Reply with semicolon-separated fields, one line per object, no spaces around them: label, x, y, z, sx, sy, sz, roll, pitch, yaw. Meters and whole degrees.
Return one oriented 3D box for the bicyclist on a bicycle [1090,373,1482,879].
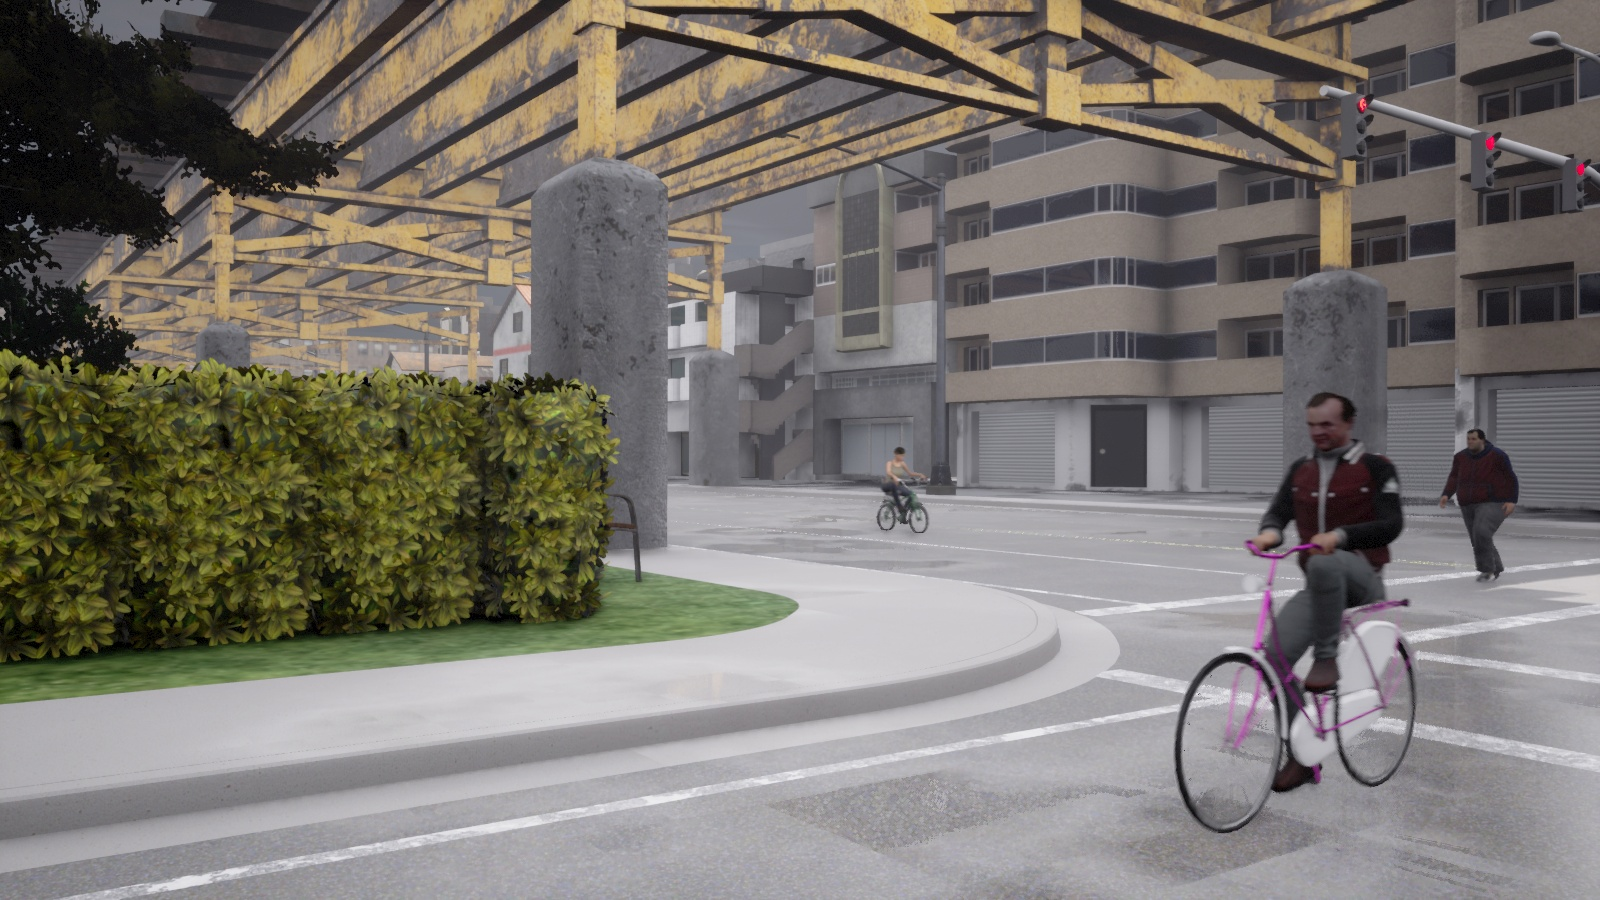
bicyclist on a bicycle;2.072;0.624;5.235;1.843;1.776;0.659;0;-1;-38

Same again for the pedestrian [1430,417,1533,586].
pedestrian;7.686;0.559;14.169;0.899;1.844;0.634;0;0;-30

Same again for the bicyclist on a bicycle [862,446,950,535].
bicyclist on a bicycle;1.970;0.735;23.483;0.866;1.612;1.509;0;0;-35
